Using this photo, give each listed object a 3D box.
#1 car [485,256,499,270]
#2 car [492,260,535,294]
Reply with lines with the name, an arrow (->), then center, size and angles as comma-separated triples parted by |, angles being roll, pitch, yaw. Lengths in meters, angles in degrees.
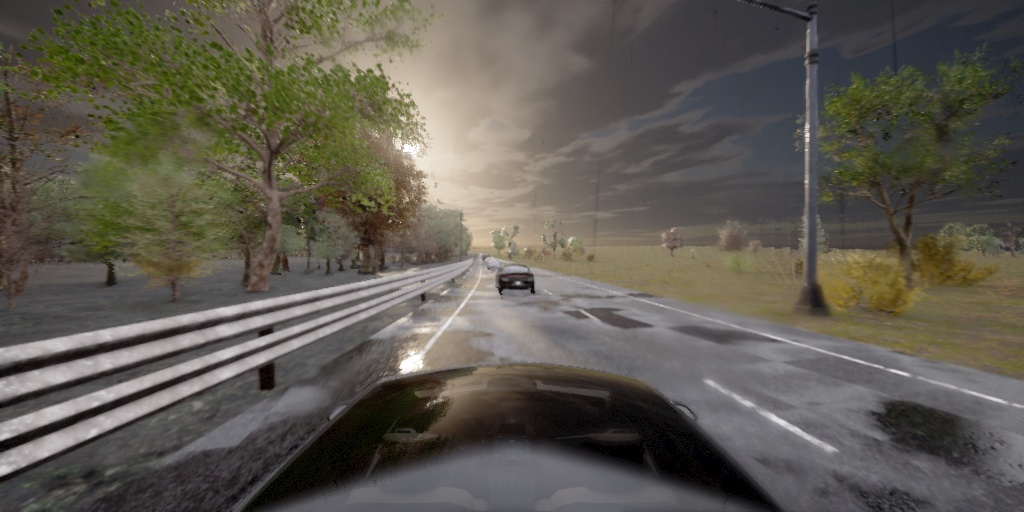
car -> -2.455, 1.084, 49.110 | 1.812, 1.442, 4.674 | 0, 0, -5
car -> 0.090, 1.162, 19.914 | 1.882, 1.535, 5.008 | 0, 0, -5
